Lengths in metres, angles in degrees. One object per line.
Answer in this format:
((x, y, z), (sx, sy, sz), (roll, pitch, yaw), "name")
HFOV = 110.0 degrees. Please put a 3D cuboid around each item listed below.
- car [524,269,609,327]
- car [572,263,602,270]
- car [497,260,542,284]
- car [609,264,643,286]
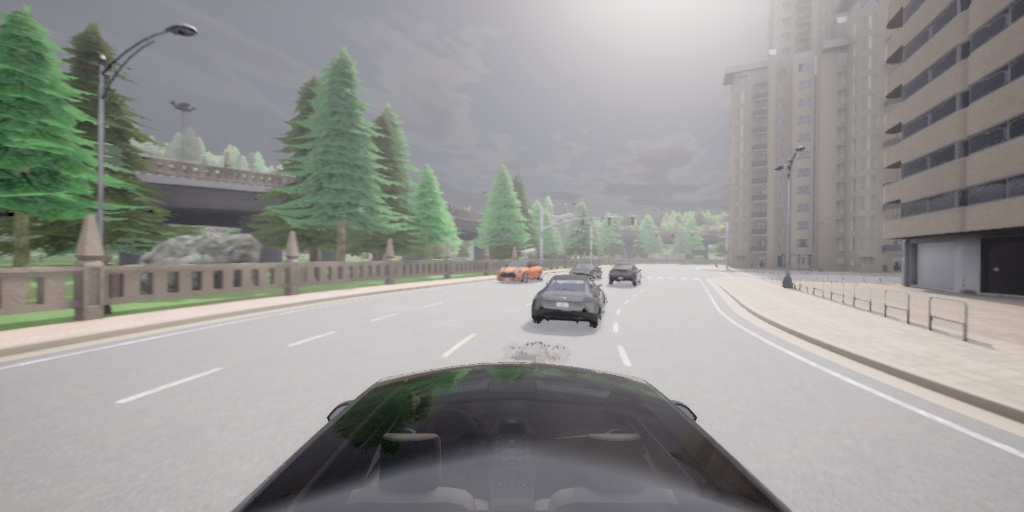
((1.990, 1.323, 11.817), (1.994, 1.385, 4.181), (1, 0, 17), "car")
((6.383, 1.332, 30.690), (2.033, 1.411, 5.357), (1, 0, 26), "car")
((0.654, 1.069, 26.999), (2.097, 1.767, 4.553), (1, 0, 26), "car")
((8.338, 1.317, 26.314), (1.837, 1.490, 4.892), (1, -1, 25), "car")
